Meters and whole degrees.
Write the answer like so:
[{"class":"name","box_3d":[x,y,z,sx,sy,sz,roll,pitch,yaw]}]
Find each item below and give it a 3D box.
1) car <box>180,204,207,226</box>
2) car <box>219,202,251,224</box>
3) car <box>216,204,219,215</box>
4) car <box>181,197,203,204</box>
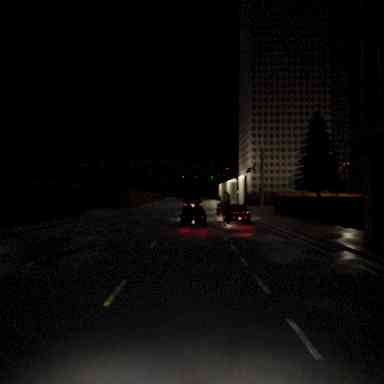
[{"class":"car","box_3d":[0.099,1.814,25.329,1.895,1.301,4.718,0,0,0]},{"class":"car","box_3d":[3.590,1.736,27.279,1.837,1.490,4.892,0,0,0]},{"class":"car","box_3d":[3.822,1.853,38.740,1.812,1.442,4.674,0,-1,5]},{"class":"car","box_3d":[0.019,1.538,37.309,2.150,2.045,5.566,0,0,-2]}]
